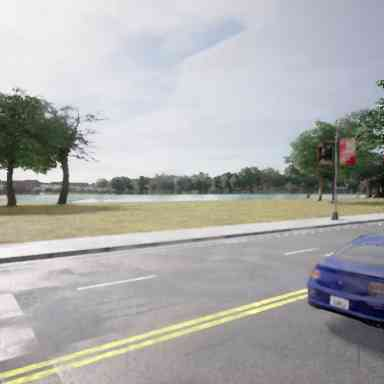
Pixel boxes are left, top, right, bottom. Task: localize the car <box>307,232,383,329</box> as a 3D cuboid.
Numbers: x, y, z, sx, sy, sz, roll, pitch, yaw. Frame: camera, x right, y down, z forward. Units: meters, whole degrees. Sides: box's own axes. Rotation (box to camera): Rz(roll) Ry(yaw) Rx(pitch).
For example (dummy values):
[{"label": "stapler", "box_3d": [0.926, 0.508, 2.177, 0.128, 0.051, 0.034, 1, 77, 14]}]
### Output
[{"label": "car", "box_3d": [4.130, 1.511, 6.418, 4.674, 1.442, 1.812, 0, 0, -35]}]
